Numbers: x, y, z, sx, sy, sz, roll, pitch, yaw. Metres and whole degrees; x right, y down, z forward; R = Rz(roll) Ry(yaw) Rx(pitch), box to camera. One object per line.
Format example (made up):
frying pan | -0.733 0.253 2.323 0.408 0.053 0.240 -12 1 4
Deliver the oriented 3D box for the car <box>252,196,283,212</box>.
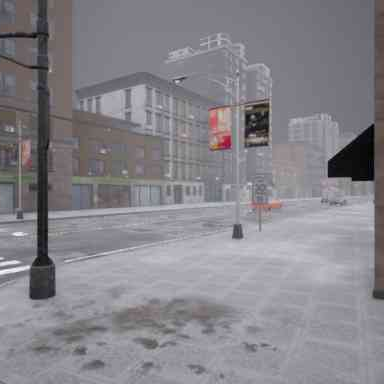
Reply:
car | 8.428 1.218 36.750 2.097 1.767 4.553 0 0 35

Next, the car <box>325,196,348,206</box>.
car | 22.704 1.376 51.482 2.033 1.411 5.357 0 0 34

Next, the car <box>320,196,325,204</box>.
car | 24.865 1.372 60.288 2.033 1.411 5.357 0 0 37
